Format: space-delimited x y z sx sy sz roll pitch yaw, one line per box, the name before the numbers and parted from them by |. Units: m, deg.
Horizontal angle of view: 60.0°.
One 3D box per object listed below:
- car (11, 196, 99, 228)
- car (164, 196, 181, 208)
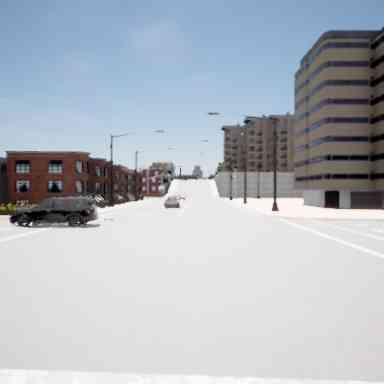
car | -9.201 1.345 22.604 5.566 2.045 2.150 0 3 -2
car | -2.721 1.332 46.478 2.097 1.767 4.553 0 0 1
